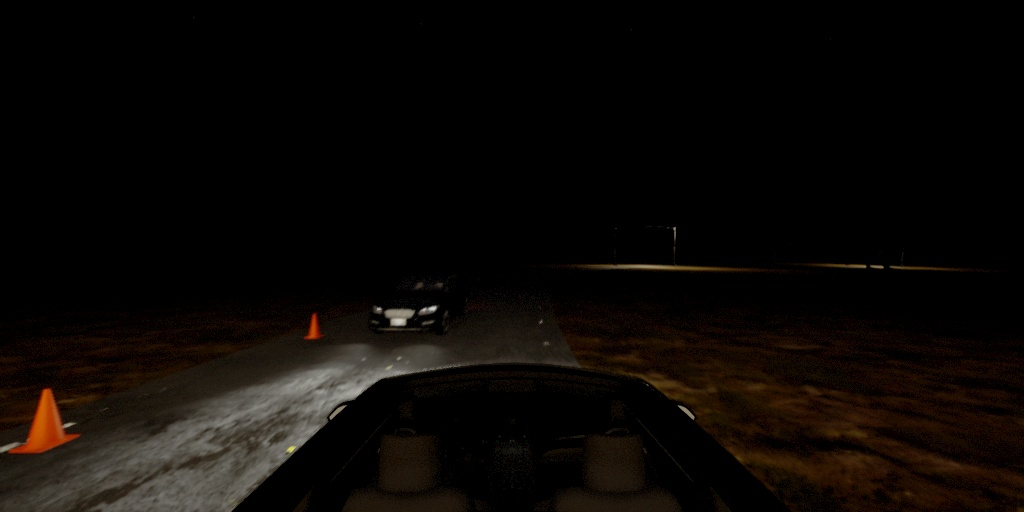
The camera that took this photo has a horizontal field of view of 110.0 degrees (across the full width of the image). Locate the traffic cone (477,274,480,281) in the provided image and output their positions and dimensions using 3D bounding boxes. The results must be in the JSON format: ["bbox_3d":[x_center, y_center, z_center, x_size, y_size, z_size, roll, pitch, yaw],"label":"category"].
[{"bbox_3d":[-2.722,1.755,29.205,0.340,0.580,0.340,0,0,11],"label":"traffic cone"}]

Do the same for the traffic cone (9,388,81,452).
[{"bbox_3d":[-4.959,1.707,3.821,0.340,0.580,0.340,0,0,0],"label":"traffic cone"}]

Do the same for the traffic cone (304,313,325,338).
[{"bbox_3d":[-4.905,1.716,8.902,0.340,0.580,0.340,0,0,2],"label":"traffic cone"}]

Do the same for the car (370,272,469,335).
[{"bbox_3d":[-2.506,1.263,10.727,2.128,1.511,4.902,0,0,3],"label":"car"}]
